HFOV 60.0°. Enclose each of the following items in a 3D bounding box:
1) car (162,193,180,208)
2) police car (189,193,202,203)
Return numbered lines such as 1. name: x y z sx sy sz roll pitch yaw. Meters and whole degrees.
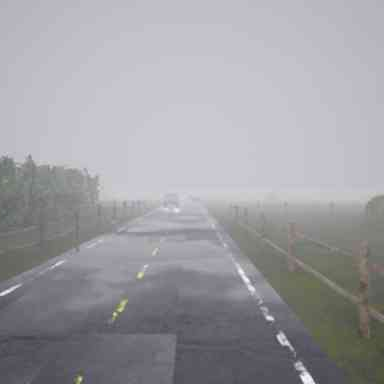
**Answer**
1. car: -2.856 1.094 46.399 2.150 2.045 5.566 0 0 0
2. police car: 0.934 1.245 64.044 1.930 1.638 5.238 0 0 0
